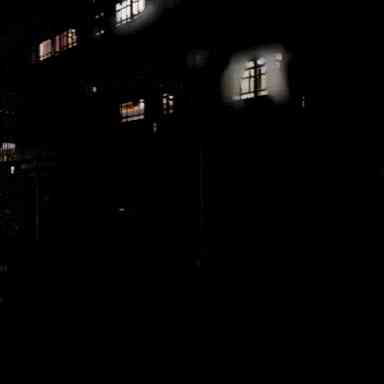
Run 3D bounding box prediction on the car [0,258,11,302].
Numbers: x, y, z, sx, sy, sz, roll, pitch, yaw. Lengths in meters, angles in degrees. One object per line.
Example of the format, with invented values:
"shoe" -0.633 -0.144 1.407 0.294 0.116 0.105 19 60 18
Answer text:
"car" -5.467 1.543 6.780 4.507 1.381 1.887 0 -1 35
